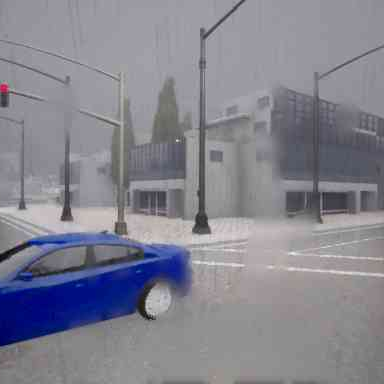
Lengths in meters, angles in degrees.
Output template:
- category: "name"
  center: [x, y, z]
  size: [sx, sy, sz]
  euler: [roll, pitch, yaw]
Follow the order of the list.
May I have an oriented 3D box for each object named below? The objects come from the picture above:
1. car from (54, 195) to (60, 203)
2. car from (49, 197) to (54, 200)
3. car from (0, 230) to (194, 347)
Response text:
- category: "car"
  center: [-27.225, 1.446, 69.864]
  size: [1.837, 1.490, 4.892]
  euler: [0, 0, -16]
- category: "car"
  center: [-34.730, 1.527, 86.684]
  size: [4.718, 1.301, 1.895]
  euler: [0, 0, -2]
- category: "car"
  center: [-2.279, 1.477, 5.682]
  size: [5.008, 1.535, 1.882]
  euler: [0, 0, -37]
